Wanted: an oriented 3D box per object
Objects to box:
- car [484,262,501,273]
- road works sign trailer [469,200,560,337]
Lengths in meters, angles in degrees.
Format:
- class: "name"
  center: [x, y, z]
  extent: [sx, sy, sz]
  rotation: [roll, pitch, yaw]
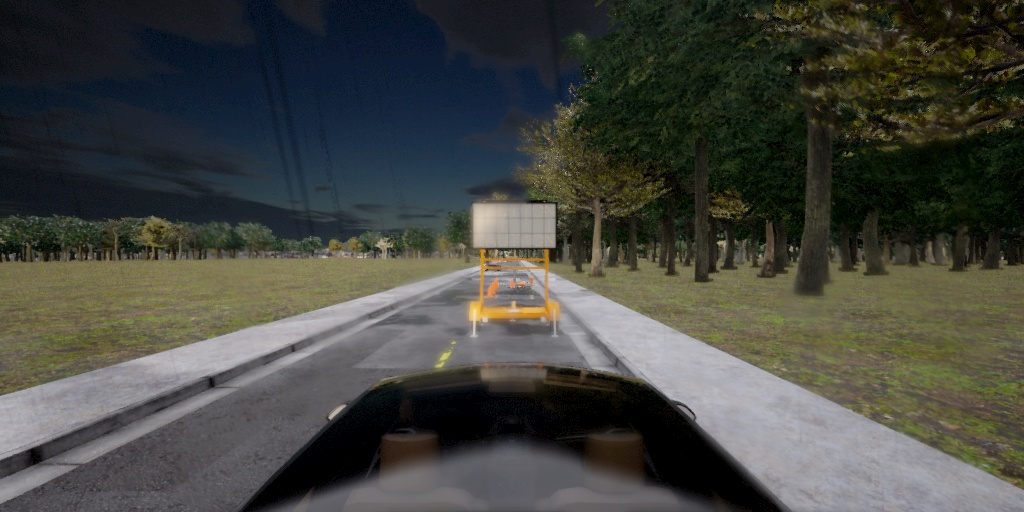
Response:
- class: "car"
  center: [-2.410, 1.350, 44.759]
  extent: [1.895, 1.301, 4.718]
  rotation: [0, 0, 0]
- class: "road works sign trailer"
  center: [0.074, 0.214, 10.245]
  extent: [2.380, 3.560, 2.880]
  rotation: [0, 0, 0]
